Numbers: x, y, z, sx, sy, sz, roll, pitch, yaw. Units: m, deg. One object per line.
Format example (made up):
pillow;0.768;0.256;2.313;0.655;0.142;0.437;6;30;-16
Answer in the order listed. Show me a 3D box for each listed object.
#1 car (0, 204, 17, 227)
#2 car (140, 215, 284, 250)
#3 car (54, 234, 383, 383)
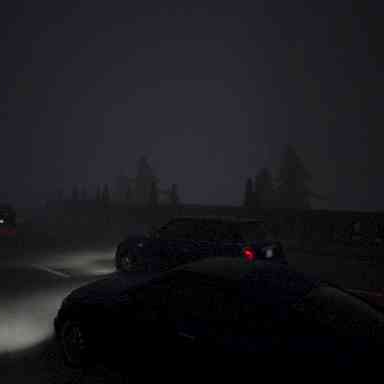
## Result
car;-13.088;1.541;22.228;1.837;1.490;4.892;0;0;-38
car;0.055;1.377;8.648;4.553;1.767;2.097;0;0;39
car;0.247;1.540;4.018;4.674;1.442;1.812;0;0;37
